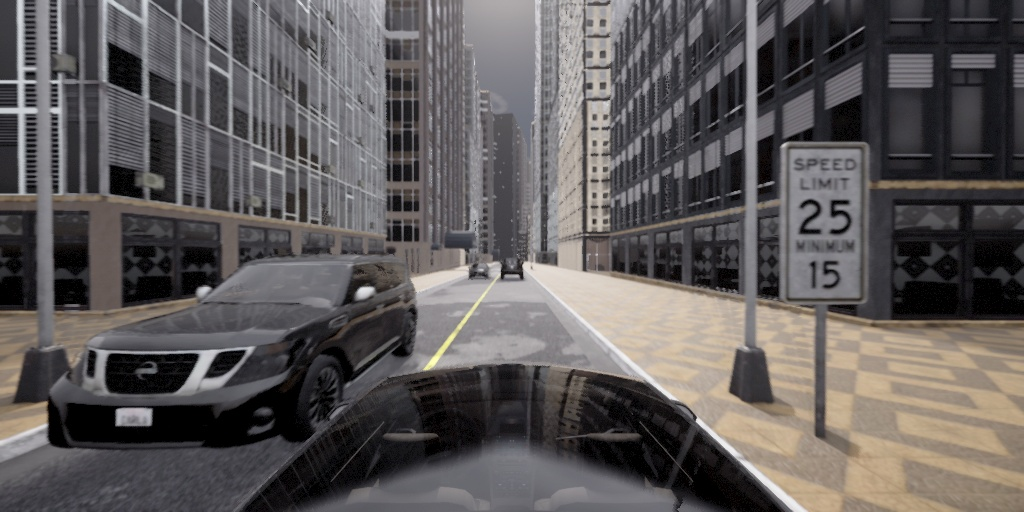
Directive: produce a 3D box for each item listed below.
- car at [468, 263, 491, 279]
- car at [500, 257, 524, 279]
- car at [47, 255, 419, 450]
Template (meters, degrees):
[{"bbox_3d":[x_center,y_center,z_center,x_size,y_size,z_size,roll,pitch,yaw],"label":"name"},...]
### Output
[{"bbox_3d":[-3.049,1.414,34.321,1.837,1.490,4.892,0,-1,1],"label":"car"},{"bbox_3d":[0.004,1.130,34.468,2.150,2.045,5.566,0,0,0],"label":"car"},{"bbox_3d":[-3.099,0.989,5.706,2.150,2.045,5.566,0,0,0],"label":"car"}]
